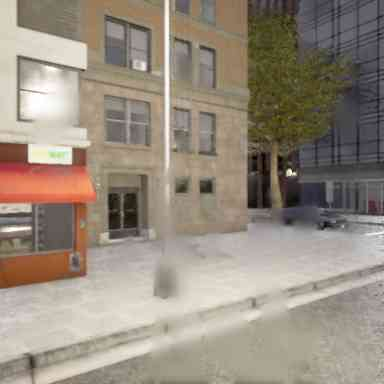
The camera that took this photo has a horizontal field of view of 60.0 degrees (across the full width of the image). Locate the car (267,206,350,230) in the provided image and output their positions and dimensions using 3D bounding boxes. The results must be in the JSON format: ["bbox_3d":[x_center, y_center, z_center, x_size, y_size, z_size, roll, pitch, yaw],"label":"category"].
[{"bbox_3d":[7.439,1.637,21.865,2.033,1.411,5.357,0,0,-34],"label":"car"}]
